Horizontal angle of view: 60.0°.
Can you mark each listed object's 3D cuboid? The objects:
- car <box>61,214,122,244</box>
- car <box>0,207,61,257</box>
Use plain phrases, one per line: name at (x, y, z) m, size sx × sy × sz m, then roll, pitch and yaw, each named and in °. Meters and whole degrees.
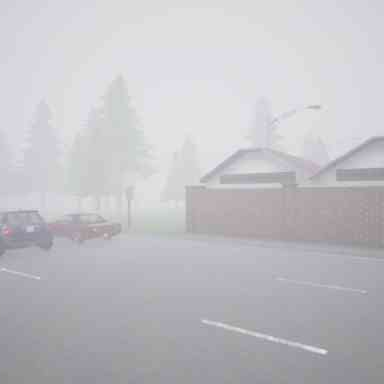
car at (-5.787, 1.731, 16.596) m, size 4.718 × 1.301 × 1.895 m, roll -1°, pitch 0°, yaw 36°
car at (-7.804, 1.480, 13.736) m, size 4.553 × 1.767 × 2.097 m, roll -1°, pitch -1°, yaw 36°
